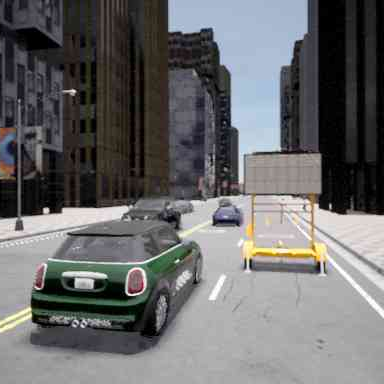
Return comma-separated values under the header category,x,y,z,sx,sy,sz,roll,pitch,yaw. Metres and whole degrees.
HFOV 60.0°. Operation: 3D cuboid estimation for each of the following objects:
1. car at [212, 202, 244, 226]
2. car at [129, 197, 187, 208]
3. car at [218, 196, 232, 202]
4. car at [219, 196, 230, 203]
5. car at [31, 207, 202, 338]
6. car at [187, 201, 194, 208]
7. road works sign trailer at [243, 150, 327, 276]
category,x,y,z,sx,sy,sz,roll,pitch,yaw
car,2.719,1.665,24.577,1.994,1.385,4.181,0,0,12
car,-2.102,1.306,18.739,2.150,2.045,5.566,0,0,12
car,5.229,1.719,52.005,1.837,1.490,4.892,0,0,12
car,7.560,1.740,77.246,1.882,1.535,5.008,0,0,12
car,-1.149,1.385,7.014,2.097,1.767,4.553,0,0,12
car,-1.047,1.717,38.636,2.033,1.411,5.357,0,0,13
road works sign trailer,2.866,0.505,10.612,2.380,3.560,2.880,0,0,12
